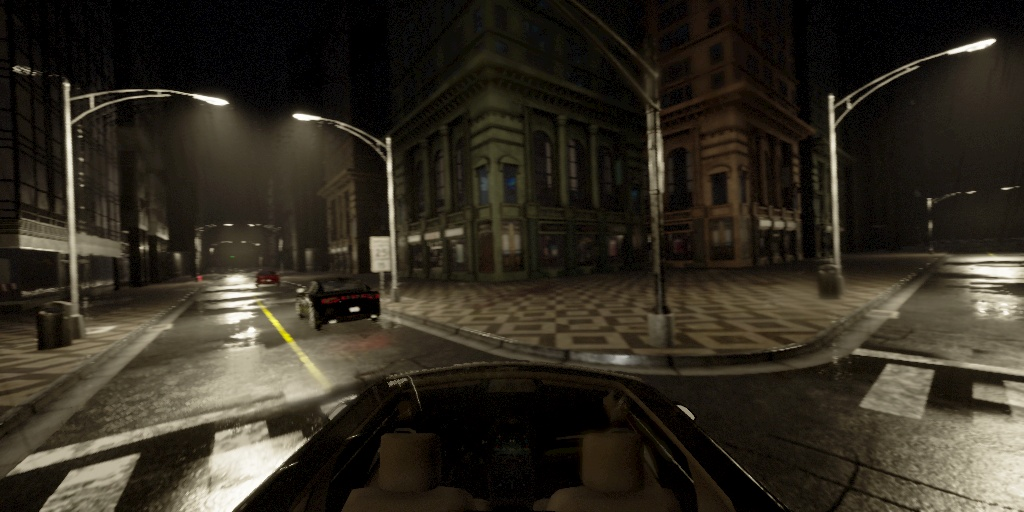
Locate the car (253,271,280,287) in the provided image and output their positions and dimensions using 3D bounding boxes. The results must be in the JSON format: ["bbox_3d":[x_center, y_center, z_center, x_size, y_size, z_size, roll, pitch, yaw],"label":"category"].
[{"bbox_3d":[-24.010,2.168,35.112,1.882,1.535,5.008,-2,0,-38],"label":"car"}]

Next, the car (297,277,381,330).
[{"bbox_3d":[-6.160,1.483,12.480,1.882,1.535,5.008,-2,0,-38],"label":"car"}]
